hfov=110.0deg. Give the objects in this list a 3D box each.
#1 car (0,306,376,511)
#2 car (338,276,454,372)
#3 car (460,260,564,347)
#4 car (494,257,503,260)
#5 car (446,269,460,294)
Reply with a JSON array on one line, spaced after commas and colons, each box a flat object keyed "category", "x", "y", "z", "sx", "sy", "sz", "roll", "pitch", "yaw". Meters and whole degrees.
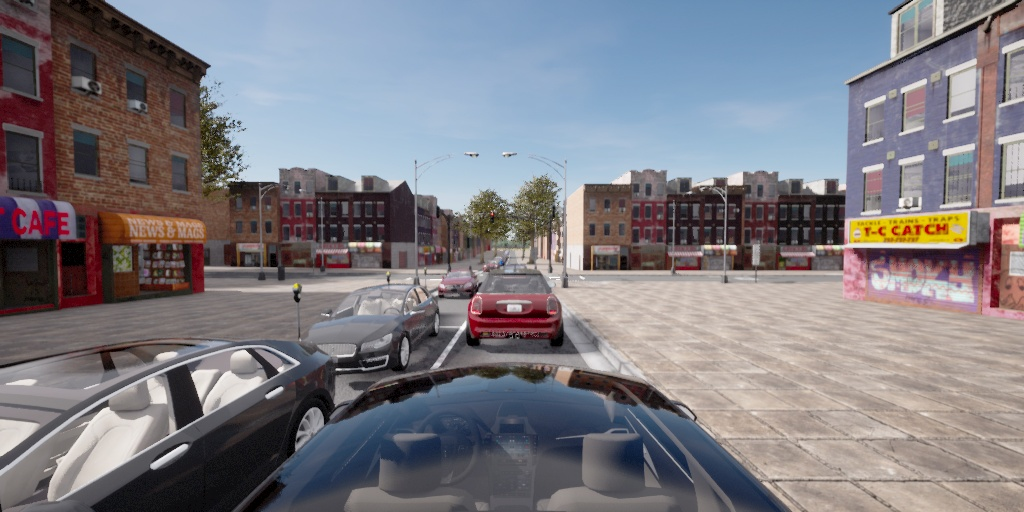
[{"category": "car", "x": -2.640, "y": 1.300, "z": 2.020, "sx": 2.007, "sy": 1.370, "sz": 4.403, "roll": 0, "pitch": 0, "yaw": 0}, {"category": "car", "x": -2.631, "y": 1.296, "z": 7.469, "sx": 2.007, "sy": 1.370, "sz": 4.403, "roll": 0, "pitch": 0, "yaw": 0}, {"category": "car", "x": 0.111, "y": 1.097, "z": 9.512, "sx": 2.097, "sy": 1.767, "sz": 4.553, "roll": 0, "pitch": 0, "yaw": 2}, {"category": "car", "x": -2.566, "y": 1.221, "z": 45.138, "sx": 1.967, "sy": 1.591, "sz": 4.097, "roll": 0, "pitch": 0, "yaw": 0}, {"category": "car", "x": -2.612, "y": 1.328, "z": 18.363, "sx": 1.802, "sy": 1.307, "sz": 4.207, "roll": 0, "pitch": 0, "yaw": 0}]
